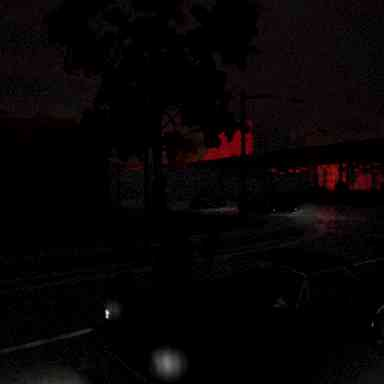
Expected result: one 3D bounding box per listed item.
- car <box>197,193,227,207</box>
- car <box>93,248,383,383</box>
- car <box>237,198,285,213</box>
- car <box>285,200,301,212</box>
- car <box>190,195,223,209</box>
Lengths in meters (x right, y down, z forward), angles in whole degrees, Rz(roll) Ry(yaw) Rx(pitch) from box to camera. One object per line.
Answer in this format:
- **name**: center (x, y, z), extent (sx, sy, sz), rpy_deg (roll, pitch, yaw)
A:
- **car**: center (2.597, 1.112, 47.886), extent (2.150, 2.045, 5.566), rpy_deg (0, 0, -34)
- **car**: center (1.127, 1.587, 4.747), extent (4.718, 1.301, 1.895), rpy_deg (0, 0, -35)
- **car**: center (6.989, 1.503, 34.967), extent (1.895, 1.301, 4.718), rpy_deg (0, 0, -34)
- **car**: center (9.552, 1.436, 37.426), extent (2.033, 1.411, 5.357), rpy_deg (0, 0, -34)
- **car**: center (1.550, 1.427, 43.124), extent (1.812, 1.442, 4.674), rpy_deg (0, 0, -34)
